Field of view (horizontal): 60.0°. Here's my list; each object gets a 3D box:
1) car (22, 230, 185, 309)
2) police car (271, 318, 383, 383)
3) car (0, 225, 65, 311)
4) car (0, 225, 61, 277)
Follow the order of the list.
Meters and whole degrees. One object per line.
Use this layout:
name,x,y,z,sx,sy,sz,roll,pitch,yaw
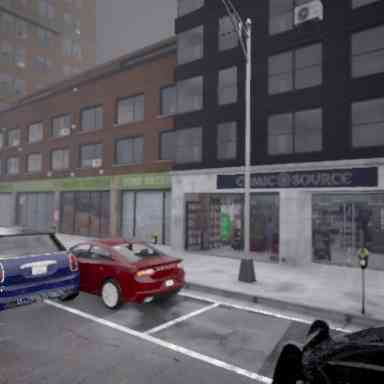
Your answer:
car,-2.248,1.851,8.527,4.507,1.381,1.887,-1,-3,38
police car,3.077,1.545,1.927,5.238,1.638,1.930,-1,-3,38
car,-4.723,1.607,7.957,4.553,1.767,2.097,-1,-3,38
car,-6.720,1.965,11.996,4.206,1.307,1.802,-1,-3,38
